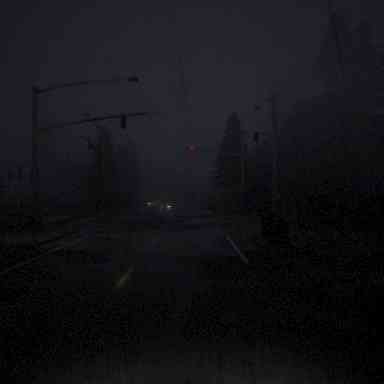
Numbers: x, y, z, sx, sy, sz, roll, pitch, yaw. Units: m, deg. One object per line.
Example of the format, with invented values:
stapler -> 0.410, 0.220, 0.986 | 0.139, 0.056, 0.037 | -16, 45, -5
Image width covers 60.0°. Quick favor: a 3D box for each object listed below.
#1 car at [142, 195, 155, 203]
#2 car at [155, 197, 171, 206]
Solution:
car -> -8.848, 1.379, 68.305 | 2.128, 1.511, 4.902 | 0, 0, -25
car -> -4.450, 1.436, 53.277 | 2.033, 1.411, 5.357 | 0, 0, -8
